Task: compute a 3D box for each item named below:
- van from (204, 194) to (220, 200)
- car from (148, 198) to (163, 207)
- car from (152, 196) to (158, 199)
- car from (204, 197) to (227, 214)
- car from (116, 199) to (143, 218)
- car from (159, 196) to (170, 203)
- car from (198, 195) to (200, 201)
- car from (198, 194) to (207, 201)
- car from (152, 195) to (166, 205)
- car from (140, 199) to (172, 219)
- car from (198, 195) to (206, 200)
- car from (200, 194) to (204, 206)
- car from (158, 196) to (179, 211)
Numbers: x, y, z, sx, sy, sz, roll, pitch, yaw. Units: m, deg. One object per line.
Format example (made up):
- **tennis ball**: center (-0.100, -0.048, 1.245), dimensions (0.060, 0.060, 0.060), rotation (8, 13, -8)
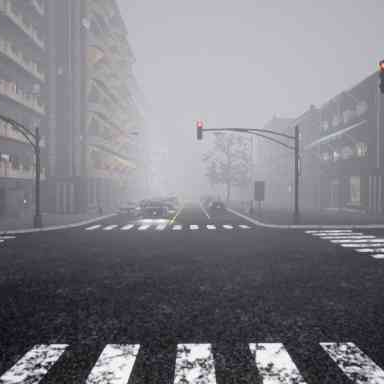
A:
- **van**: center (2.682, 1.327, 41.240), dimensions (1.690, 1.788, 3.998), rotation (0, 0, 0)
- **car**: center (-5.698, 1.562, 52.314), dimensions (1.802, 1.307, 4.206), rotation (0, 0, 0)
- **car**: center (-5.697, 1.531, 41.247), dimensions (1.887, 1.381, 4.507), rotation (0, 0, 0)
- **car**: center (2.684, 1.555, 35.707), dimensions (1.947, 1.339, 4.313), rotation (0, 0, 0)
- **car**: center (-5.696, 1.542, 30.180), dimensions (2.008, 1.369, 4.403), rotation (0, 0, 0)
- **car**: center (-5.699, 1.551, 68.915), dimensions (1.802, 1.307, 4.206), rotation (0, 0, 0)
- **car**: center (2.679, 1.280, 74.441), dimensions (2.192, 1.841, 5.009), rotation (0, 0, 0)
- **car**: center (2.678, 1.396, 85.508), dimensions (1.967, 1.590, 4.097), rotation (0, 0, 0)
- **car**: center (-5.700, 1.417, 57.847), dimensions (1.967, 1.590, 4.097), rotation (0, 0, 0)
- **car**: center (-3.112, 1.556, 29.341), dimensions (1.994, 1.385, 4.181), rotation (0, 0, -1)
- **car**: center (2.679, 1.495, 91.041), dimensions (1.887, 1.381, 4.507), rotation (0, 0, 0)
- **car**: center (2.682, 1.420, 52.308), dimensions (1.967, 1.590, 4.097), rotation (0, 0, 0)
- **car**: center (-3.103, 1.533, 41.740), dimensions (2.033, 1.411, 5.357), rotation (0, 0, 0)
